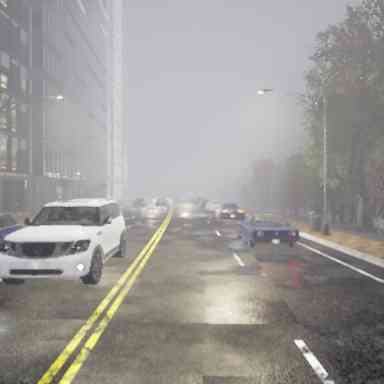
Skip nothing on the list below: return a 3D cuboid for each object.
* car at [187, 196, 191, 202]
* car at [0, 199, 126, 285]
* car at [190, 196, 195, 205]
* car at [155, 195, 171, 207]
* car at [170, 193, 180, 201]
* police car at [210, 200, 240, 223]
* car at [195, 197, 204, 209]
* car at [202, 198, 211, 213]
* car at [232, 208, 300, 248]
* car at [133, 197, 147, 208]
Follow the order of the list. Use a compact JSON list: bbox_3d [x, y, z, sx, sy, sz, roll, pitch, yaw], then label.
[{"bbox_3d":[0.595,1.694,70.588,2.033,1.411,5.357,0,0,-4],"label":"car"},{"bbox_3d":[-3.415,1.250,9.945,2.150,2.045,5.566,0,0,-1],"label":"car"},{"bbox_3d":[1.356,1.633,59.587,2.163,1.488,4.792,0,0,-4],"label":"car"},{"bbox_3d":[-4.833,1.671,53.310,2.033,1.411,5.357,0,0,-3],"label":"car"},{"bbox_3d":[-4.329,1.716,90.085,1.994,1.385,4.181,0,0,-5],"label":"car"},{"bbox_3d":[2.875,1.569,26.424,2.038,1.542,4.974,0,0,-2],"label":"police car"},{"bbox_3d":[1.992,1.657,48.519,2.033,1.411,5.357,0,0,-3],"label":"car"},{"bbox_3d":[2.497,1.613,37.474,1.812,1.442,4.674,0,0,-2],"label":"car"},{"bbox_3d":[3.210,1.637,15.054,1.895,1.301,4.718,0,0,-1],"label":"car"},{"bbox_3d":[-8.008,1.628,51.397,1.837,1.490,4.892,0,0,-3],"label":"car"}]
